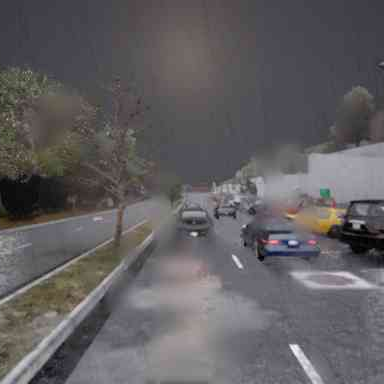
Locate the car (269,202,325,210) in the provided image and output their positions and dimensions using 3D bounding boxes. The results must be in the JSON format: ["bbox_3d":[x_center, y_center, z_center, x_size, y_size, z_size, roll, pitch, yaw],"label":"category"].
[{"bbox_3d":[7.895,1.622,21.121,5.366,1.575,1.946,1,0,-20],"label":"car"}]

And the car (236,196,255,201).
[{"bbox_3d":[8.100,1.689,39.204,4.553,1.767,2.185,1,0,-20],"label":"car"}]

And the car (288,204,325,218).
[{"bbox_3d":[8.243,1.601,18.254,5.366,1.575,1.946,1,-1,-20],"label":"car"}]

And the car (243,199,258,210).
[{"bbox_3d":[8.061,1.756,33.192,5.008,1.535,2.097,1,-1,-20],"label":"car"}]

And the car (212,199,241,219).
[{"bbox_3d":[3.095,1.750,32.186,2.128,1.511,4.902,0,-1,0],"label":"car"}]

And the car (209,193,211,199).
[{"bbox_3d":[8.058,1.729,93.185,4.892,1.521,2.231,1,0,-20],"label":"car"}]

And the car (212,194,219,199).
[{"bbox_3d":[8.039,1.816,81.220,4.792,1.488,2.163,1,1,-20],"label":"car"}]

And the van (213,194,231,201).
[{"bbox_3d":[8.175,1.518,90.244,4.442,1.987,1.878,1,0,-20],"label":"van"}]

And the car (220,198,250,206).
[{"bbox_3d":[8.238,1.871,63.290,5.366,1.575,1.946,1,0,-20],"label":"car"}]

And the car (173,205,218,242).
[{"bbox_3d":[0.096,1.608,16.893,1.837,1.490,4.892,0,-1,0],"label":"car"}]

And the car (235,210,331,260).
[{"bbox_3d":[3.095,1.618,12.673,2.033,1.411,5.357,0,0,0],"label":"car"}]

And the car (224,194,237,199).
[{"bbox_3d":[8.096,1.622,48.217,5.566,2.045,2.435,1,0,-20],"label":"car"}]

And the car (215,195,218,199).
[{"bbox_3d":[8.040,1.875,69.214,4.792,1.488,2.163,1,1,-20],"label":"car"}]

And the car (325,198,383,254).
[{"bbox_3d":[8.097,1.302,12.205,5.566,2.045,2.435,1,-1,-20],"label":"car"}]

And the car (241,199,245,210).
[{"bbox_3d":[8.071,1.827,36.192,4.674,1.452,2.002,1,0,-20],"label":"car"}]

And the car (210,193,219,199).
[{"bbox_3d":[8.036,1.631,87.210,4.553,1.767,2.185,1,0,-20],"label":"car"}]

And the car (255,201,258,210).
[{"bbox_3d":[8.043,1.718,27.175,4.792,1.488,2.163,1,0,-20],"label":"car"}]

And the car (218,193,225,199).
[{"bbox_3d":[8.044,1.638,57.197,5.566,2.045,2.435,1,0,-20],"label":"car"}]

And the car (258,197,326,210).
[{"bbox_3d":[8.048,1.407,24.175,5.566,2.045,2.435,1,0,-20],"label":"car"}]
